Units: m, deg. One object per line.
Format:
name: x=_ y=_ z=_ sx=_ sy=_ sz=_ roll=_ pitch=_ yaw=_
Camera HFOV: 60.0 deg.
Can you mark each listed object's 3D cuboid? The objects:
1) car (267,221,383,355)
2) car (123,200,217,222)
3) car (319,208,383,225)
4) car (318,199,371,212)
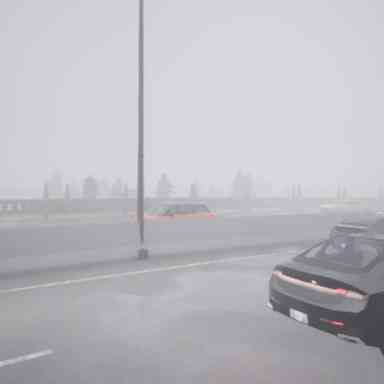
car: x=3.528 y=1.477 z=5.792 sx=4.902 sy=1.511 sz=2.128 roll=0 pitch=0 yaw=-31
car: x=-1.012 y=1.286 z=15.488 sx=4.553 sy=1.767 sz=2.097 roll=0 pitch=0 yaw=-30
car: x=7.029 y=1.477 z=11.740 sx=4.892 sy=1.490 sz=1.837 roll=0 pitch=0 yaw=-28
car: x=13.831 y=1.396 z=30.095 sx=5.008 sy=1.535 sz=1.882 roll=0 pitch=0 yaw=-19
